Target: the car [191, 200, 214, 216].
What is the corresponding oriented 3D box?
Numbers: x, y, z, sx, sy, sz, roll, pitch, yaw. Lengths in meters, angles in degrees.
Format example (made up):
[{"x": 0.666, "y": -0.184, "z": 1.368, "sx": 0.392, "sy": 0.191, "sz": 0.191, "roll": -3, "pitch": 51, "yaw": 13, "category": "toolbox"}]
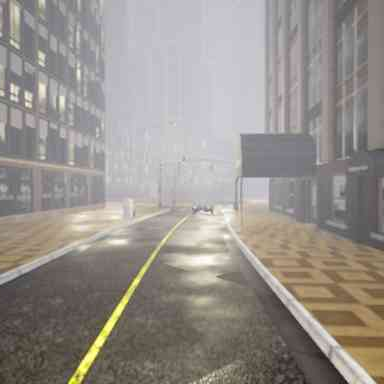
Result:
[{"x": 1.058, "y": 1.350, "z": 30.529, "sx": 1.895, "sy": 1.301, "sz": 4.718, "roll": 0, "pitch": 0, "yaw": 5, "category": "car"}]
